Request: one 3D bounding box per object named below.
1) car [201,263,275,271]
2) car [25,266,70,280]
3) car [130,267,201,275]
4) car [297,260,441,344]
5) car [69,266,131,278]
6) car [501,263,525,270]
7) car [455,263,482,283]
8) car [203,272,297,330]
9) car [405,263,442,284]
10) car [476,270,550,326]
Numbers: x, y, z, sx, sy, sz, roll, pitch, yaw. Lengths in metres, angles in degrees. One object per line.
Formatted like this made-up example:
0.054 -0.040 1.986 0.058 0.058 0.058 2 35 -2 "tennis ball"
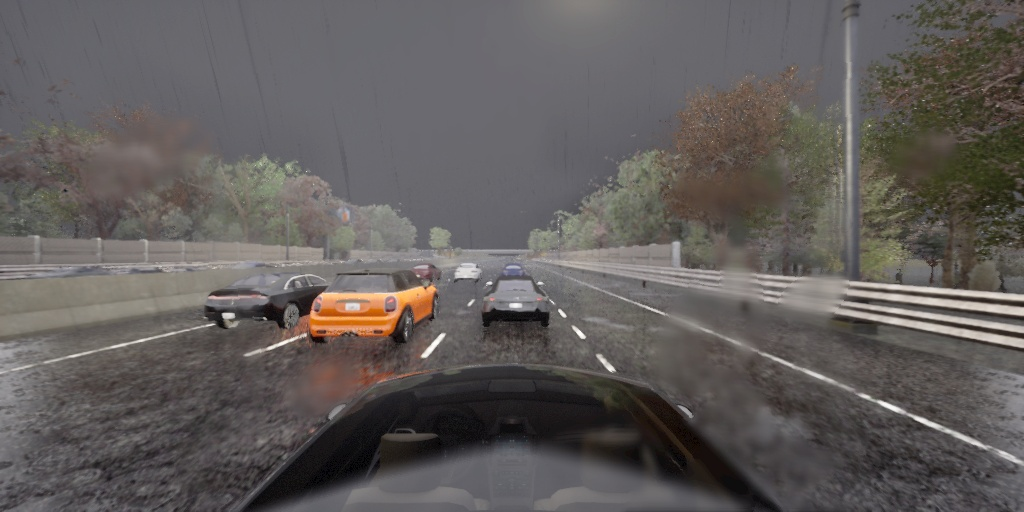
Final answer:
-17.601 1.243 24.024 1.882 1.535 5.008 0 0 0 "car"
-28.099 1.328 23.085 1.994 1.385 4.181 0 0 0 "car"
-21.101 1.365 23.190 1.895 1.301 4.718 0 0 0 "car"
-3.401 1.106 9.781 2.097 1.767 4.553 0 0 0 "car"
-24.602 1.365 23.165 1.895 1.301 4.718 0 0 0 "car"
0.098 1.295 28.501 1.812 1.442 4.674 0 0 0 "car"
-3.417 1.295 28.534 1.812 1.442 4.674 0 0 0 "car"
-6.900 1.246 11.160 2.128 1.511 4.902 0 0 0 "car"
-6.902 1.295 28.505 1.812 1.442 4.674 0 0 0 "car"
0.101 1.319 11.779 1.994 1.385 4.181 0 0 0 "car"
